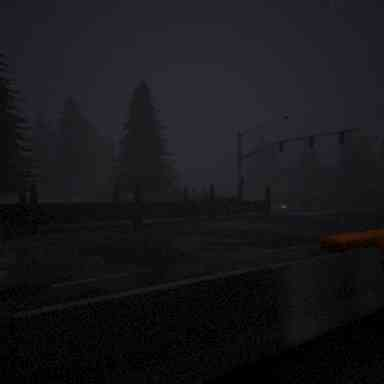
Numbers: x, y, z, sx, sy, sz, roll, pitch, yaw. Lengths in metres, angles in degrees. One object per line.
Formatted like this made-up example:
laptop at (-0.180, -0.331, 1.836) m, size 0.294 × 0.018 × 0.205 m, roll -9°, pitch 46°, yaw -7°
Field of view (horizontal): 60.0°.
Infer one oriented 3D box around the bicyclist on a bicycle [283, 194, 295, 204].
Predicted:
bicyclist on a bicycle at (15.945, 1.070, 53.929) m, size 1.656 × 1.620 × 0.582 m, roll -1°, pitch 0°, yaw -7°

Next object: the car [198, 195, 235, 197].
car at (3.354, 1.198, 46.888) m, size 2.097 × 1.767 × 4.553 m, roll 0°, pitch 0°, yaw -35°

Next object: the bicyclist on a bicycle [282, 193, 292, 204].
bicyclist on a bicycle at (15.595, 1.069, 54.799) m, size 1.656 × 1.620 × 0.582 m, roll -1°, pitch 0°, yaw -32°

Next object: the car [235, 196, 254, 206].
car at (6.867, 1.304, 47.980) m, size 1.882 × 1.535 × 5.008 m, roll 0°, pitch 0°, yaw -35°
